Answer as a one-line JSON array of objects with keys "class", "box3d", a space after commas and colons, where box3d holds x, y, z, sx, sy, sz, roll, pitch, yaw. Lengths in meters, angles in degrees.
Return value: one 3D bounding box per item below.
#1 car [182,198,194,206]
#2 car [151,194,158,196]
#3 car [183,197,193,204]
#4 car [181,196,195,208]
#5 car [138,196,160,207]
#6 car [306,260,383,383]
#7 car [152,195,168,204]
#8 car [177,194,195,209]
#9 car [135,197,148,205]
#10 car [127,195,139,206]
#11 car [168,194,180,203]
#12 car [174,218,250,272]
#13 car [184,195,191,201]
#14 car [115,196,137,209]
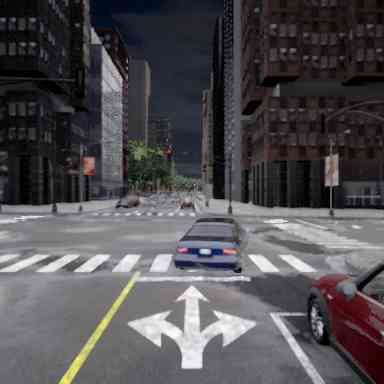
[{"class": "car", "box3d": [-0.663, 1.643, 55.929, 1.802, 1.307, 4.206, 0, 0, 0]}, {"class": "car", "box3d": [-9.322, 1.709, 77.586, 1.802, 1.307, 4.206, 0, 0, 0]}, {"class": "car", "box3d": [-0.730, 1.637, 66.779, 1.887, 1.381, 4.507, 0, 0, 0]}, {"class": "car", "box3d": [-0.630, 1.486, 50.505, 1.967, 1.590, 4.097, 0, 0, 0]}, {"class": "car", "box3d": [-6.469, 1.647, 50.497, 1.895, 1.301, 4.718, 0, 0, 0]}, {"class": "car", "box3d": [2.762, 1.442, 3.686, 1.967, 1.590, 4.097, 0, 0, 0]}, {"class": "car", "box3d": [-6.496, 1.692, 66.776, 1.895, 1.301, 4.718, 0, 0, 0]}, {"class": "car", "box3d": [-0.597, 1.471, 45.080, 1.967, 1.590, 4.097, 0, 0, 0]}, {"class": "car", "box3d": [-9.220, 1.602, 61.138, 1.752, 1.417, 4.829, 0, 0, 0]}, {"class": "car", "box3d": [-9.155, 1.361, 50.457, 2.192, 1.841, 5.009, 0, 0, 0]}, {"class": "car", "box3d": [-3.520, 1.701, 71.677, 1.895, 1.301, 4.718, 0, 0, 0]}, {"class": "car", "box3d": [0.833, 1.554, 10.870, 2.033, 1.411, 5.357, 0, 0, 12]}, {"class": "car", "box3d": [-1.270, 1.668, 88.751, 1.837, 1.490, 4.892, 0, 0, 0]}, {"class": "car", "box3d": [-9.121, 1.597, 45.030, 1.947, 1.339, 4.313, 0, 0, 0]}]
